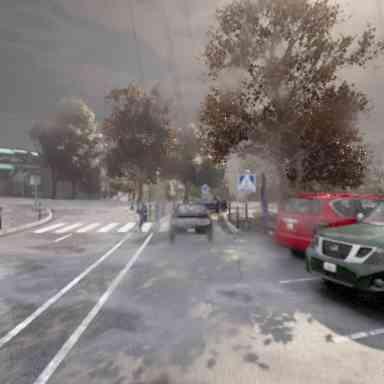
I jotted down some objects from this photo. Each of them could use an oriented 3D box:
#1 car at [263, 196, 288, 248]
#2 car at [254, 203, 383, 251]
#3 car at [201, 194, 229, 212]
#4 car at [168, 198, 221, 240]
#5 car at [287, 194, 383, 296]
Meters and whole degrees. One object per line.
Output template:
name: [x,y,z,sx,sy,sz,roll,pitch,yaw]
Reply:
car: [5.298,1.086,10.466,5.566,2.045,2.435,0,1,-21]
car: [5.221,1.290,13.429,4.892,1.521,2.231,0,1,-21]
car: [2.052,1.000,31.354,2.097,1.767,4.553,3,-1,20]
car: [-0.065,1.258,15.443,2.128,1.511,4.902,0,1,-1]
car: [5.280,1.133,7.464,5.566,2.045,2.435,0,1,-21]
